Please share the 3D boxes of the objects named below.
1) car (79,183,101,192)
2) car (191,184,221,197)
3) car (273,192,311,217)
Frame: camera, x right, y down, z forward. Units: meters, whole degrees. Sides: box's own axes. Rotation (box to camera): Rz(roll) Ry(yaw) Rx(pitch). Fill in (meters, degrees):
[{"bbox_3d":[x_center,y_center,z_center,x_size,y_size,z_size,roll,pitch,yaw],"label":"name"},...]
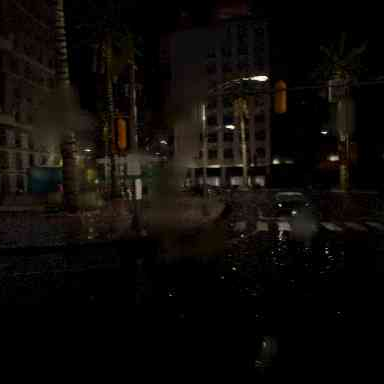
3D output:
[{"bbox_3d":[-19.185,-0.602,59.741,5.566,2.045,2.150,-1,2,17],"label":"car"},{"bbox_3d":[1.828,-0.300,44.232,2.097,1.767,4.553,-3,3,-34],"label":"car"},{"bbox_3d":[5.942,0.712,20.135,1.895,1.301,4.718,-1,2,12],"label":"car"}]
